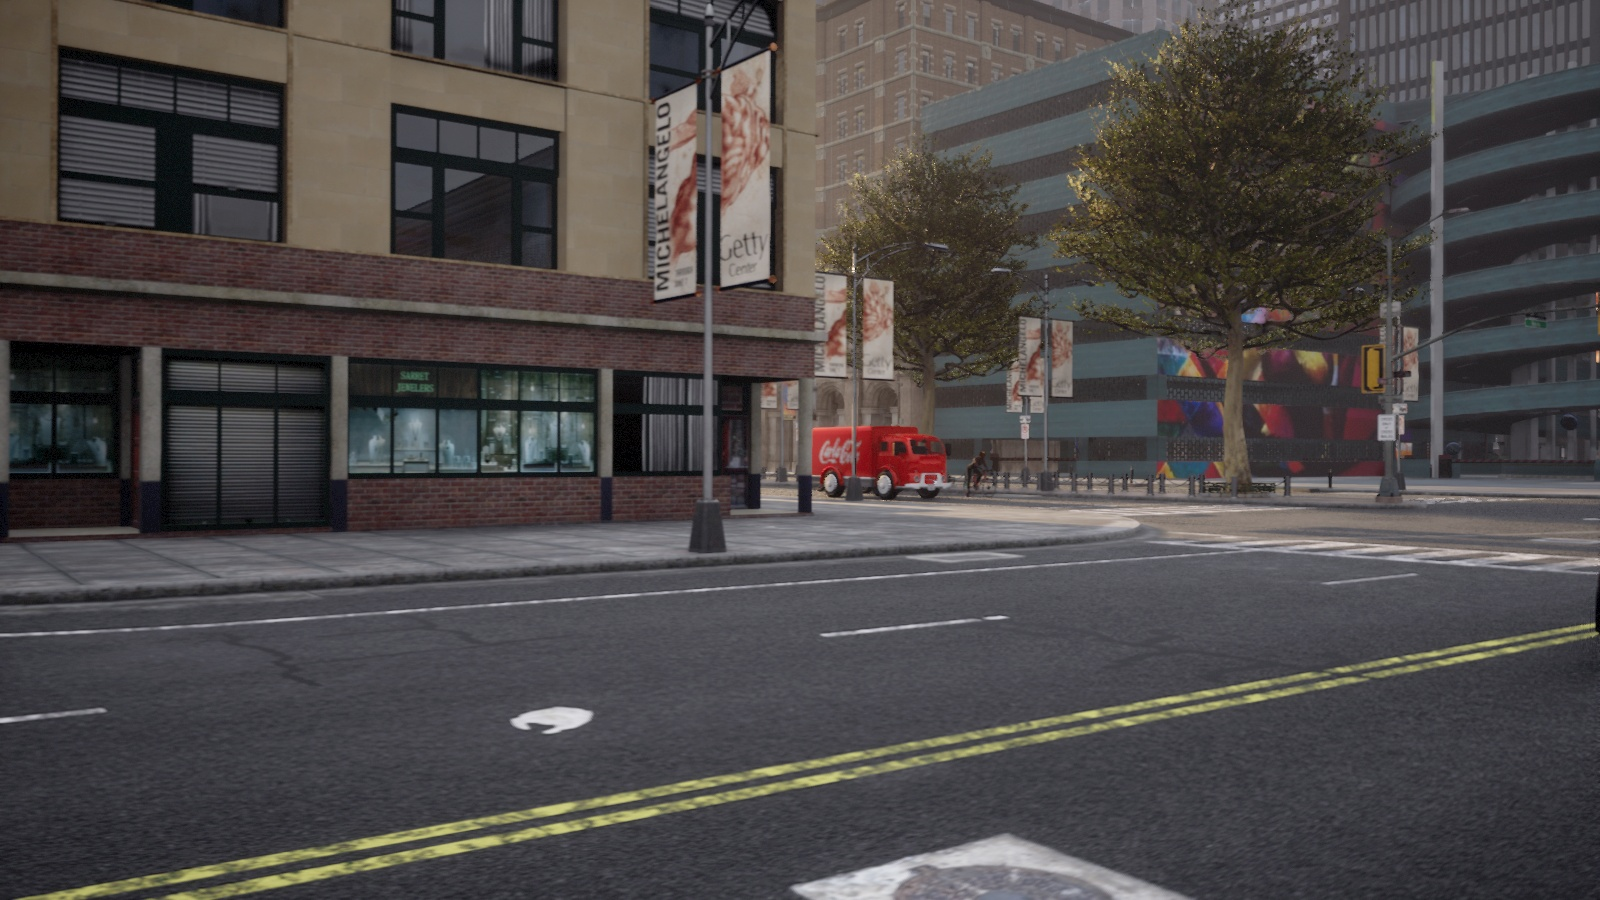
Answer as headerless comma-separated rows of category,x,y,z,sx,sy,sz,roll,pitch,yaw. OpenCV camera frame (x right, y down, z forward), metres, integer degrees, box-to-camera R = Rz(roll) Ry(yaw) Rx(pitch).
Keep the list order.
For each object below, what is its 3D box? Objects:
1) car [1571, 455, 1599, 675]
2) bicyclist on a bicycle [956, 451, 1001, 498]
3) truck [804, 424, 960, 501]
car,7.355,0.782,9.025,3.633,1.501,1.845,0,0,-36
bicyclist on a bicycle,6.309,0.841,44.360,0.582,1.620,1.656,0,0,-36
truck,2.738,0.400,43.230,2.627,2.467,5.204,0,0,-36
